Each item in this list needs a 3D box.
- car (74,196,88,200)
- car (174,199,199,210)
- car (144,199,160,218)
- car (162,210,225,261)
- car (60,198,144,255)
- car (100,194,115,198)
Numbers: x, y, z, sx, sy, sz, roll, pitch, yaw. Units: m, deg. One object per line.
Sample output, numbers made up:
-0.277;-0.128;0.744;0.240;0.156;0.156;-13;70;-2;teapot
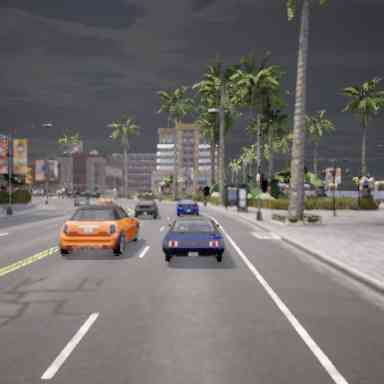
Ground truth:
-14.836;1.315;44.834;2.128;1.511;4.902;0;0;-21;car
-0.531;1.358;29.969;1.882;1.535;5.008;0;0;-6;car
-3.896;1.393;28.561;1.837;1.490;4.892;0;1;-5;car
0.064;1.552;12.051;1.895;1.301;4.718;0;0;0;car
-3.431;1.298;13.179;2.097;1.767;4.553;0;0;0;car
-12.285;1.160;47.889;2.097;1.767;4.553;0;0;-22;car
